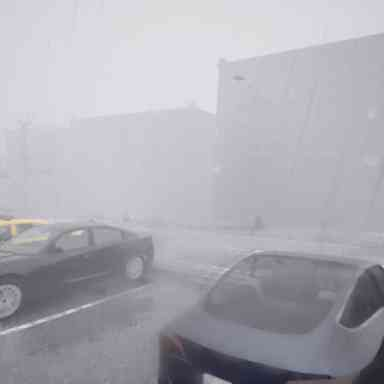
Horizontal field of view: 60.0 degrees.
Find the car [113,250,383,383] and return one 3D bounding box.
[{"bbox_3d":[1.585,1.503,4.304,2.163,1.488,4.792,0,0,36],"label":"car"}]

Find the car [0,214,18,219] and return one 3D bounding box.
[{"bbox_3d":[-5.382,1.430,9.015,1.946,1.575,5.366,0,0,36],"label":"car"}]

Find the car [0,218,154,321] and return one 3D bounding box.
[{"bbox_3d":[-2.992,1.444,7.543,2.097,1.535,5.008,0,0,36],"label":"car"}]
